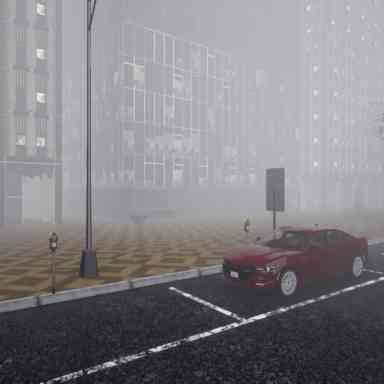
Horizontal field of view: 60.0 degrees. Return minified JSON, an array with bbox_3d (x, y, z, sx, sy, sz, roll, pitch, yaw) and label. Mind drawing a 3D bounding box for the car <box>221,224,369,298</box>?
[{"bbox_3d":[2.748,1.545,8.527,4.507,1.381,1.887,0,0,-36],"label":"car"}]
